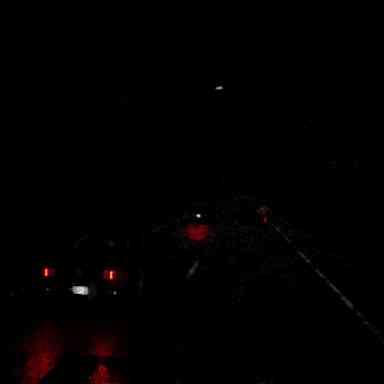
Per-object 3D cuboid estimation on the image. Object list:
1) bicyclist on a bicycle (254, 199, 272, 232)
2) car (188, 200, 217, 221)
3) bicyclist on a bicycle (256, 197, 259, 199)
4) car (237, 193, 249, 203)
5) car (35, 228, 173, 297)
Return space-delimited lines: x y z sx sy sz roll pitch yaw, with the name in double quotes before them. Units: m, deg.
"bicyclist on a bicycle" 4.119 1.392 18.862 0.866 1.612 1.509 0 0 9
"car" 0.836 1.435 26.360 1.837 1.490 4.892 0 0 8
"bicyclist on a bicycle" 5.493 1.304 27.996 0.659 1.776 1.843 0 0 8
"car" 9.719 1.414 62.595 1.994 1.385 4.181 0 0 8
"car" -1.794 1.574 8.533 1.895 1.301 4.718 0 0 8
